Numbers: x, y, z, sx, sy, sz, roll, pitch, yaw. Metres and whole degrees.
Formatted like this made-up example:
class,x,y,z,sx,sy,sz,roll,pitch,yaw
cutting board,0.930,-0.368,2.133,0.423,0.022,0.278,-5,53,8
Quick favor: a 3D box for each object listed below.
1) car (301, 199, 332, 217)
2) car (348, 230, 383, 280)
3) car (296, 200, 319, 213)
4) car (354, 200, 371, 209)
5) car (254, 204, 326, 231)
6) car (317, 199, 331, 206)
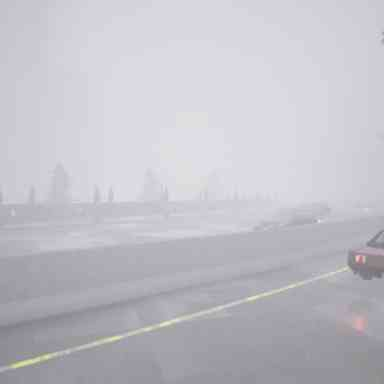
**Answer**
class,x,y,z,sx,sy,sz,roll,pitch,yaw
car,11.768,1.675,31.202,1.837,1.490,4.892,0,0,35
car,6.128,1.632,8.981,4.718,1.301,1.895,0,0,-41
car,14.862,1.820,42.598,2.033,1.411,5.357,0,-1,28
car,26.909,1.915,52.648,1.994,1.385,4.181,0,-1,20
car,5.263,1.610,18.118,1.812,1.442,4.674,0,0,45
car,27.599,2.093,69.505,1.994,1.385,4.181,0,-1,10
